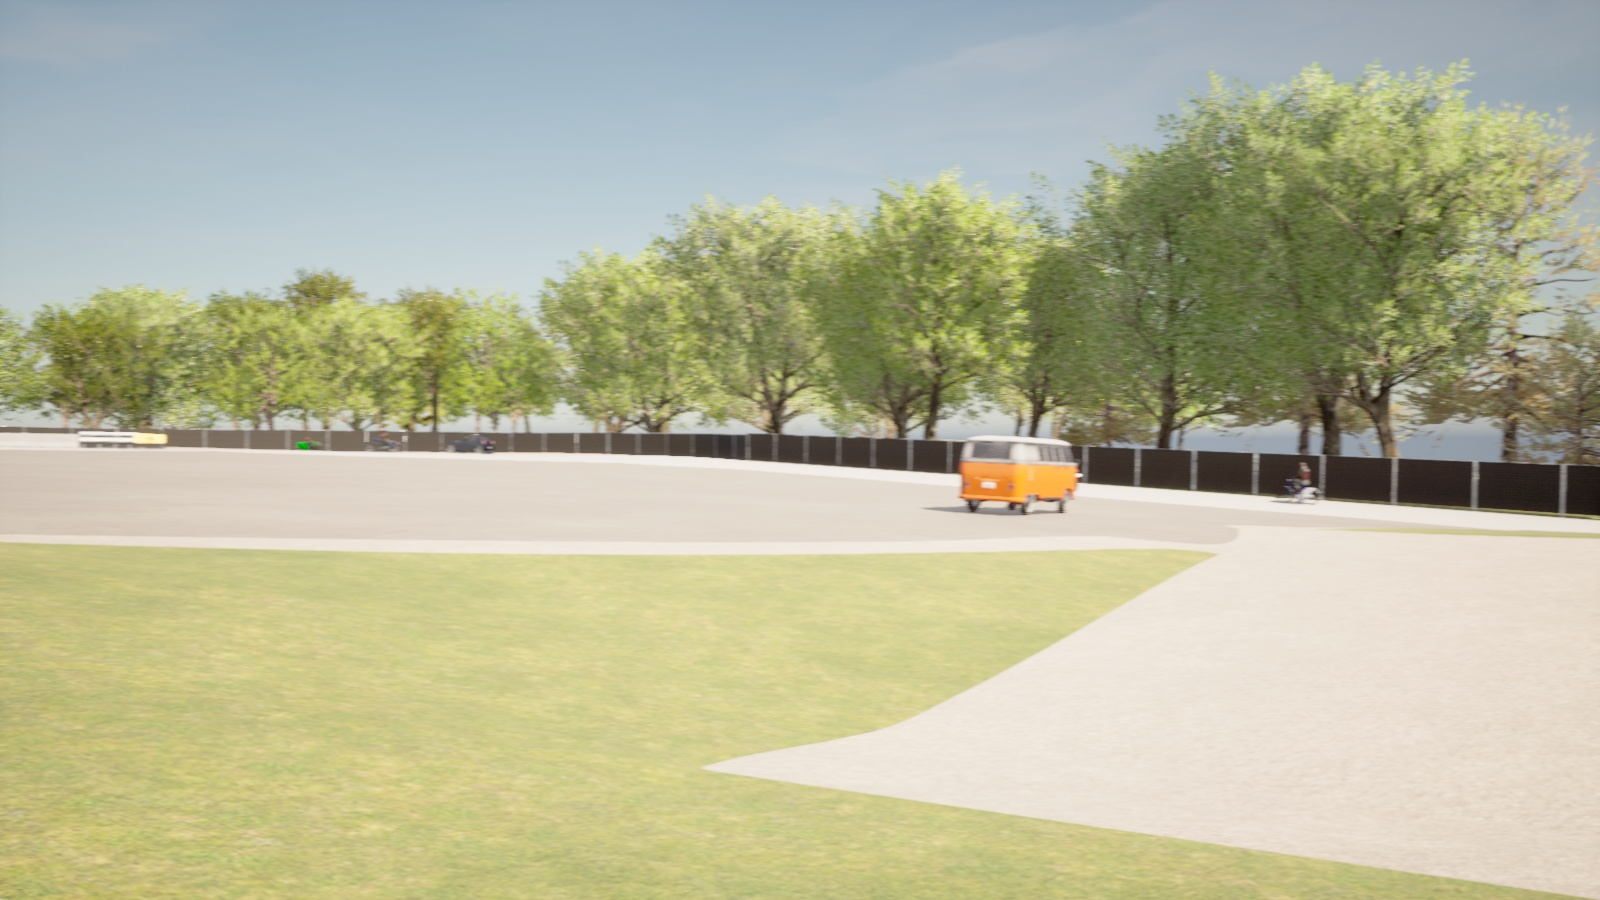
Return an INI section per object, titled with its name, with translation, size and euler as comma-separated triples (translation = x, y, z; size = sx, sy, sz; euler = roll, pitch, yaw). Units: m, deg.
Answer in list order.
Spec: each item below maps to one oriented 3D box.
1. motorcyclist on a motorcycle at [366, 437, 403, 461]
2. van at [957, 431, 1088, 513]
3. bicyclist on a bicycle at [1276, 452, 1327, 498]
[motorcyclist on a motorcycle]
translation = -28.889, -0.066, 87.366
size = 2.350, 1.649, 0.766
euler = 0, 1, -7
[van]
translation = 5.884, 0.554, 32.801
size = 1.775, 1.987, 4.442
euler = 1, 0, 32
[bicyclist on a bicycle]
translation = 20.687, 1.005, 51.820
size = 0.659, 1.776, 1.843
euler = -2, 3, -39
